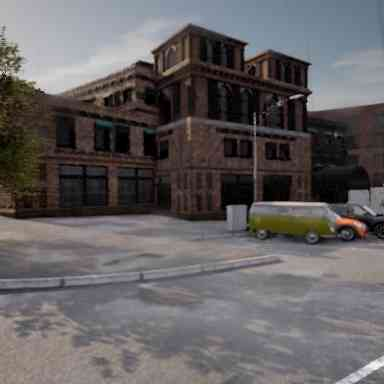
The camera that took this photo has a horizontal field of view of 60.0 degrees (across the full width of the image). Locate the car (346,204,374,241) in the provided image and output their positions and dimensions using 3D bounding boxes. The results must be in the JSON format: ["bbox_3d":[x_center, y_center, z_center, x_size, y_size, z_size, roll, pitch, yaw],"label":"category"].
[{"bbox_3d":[7.583,1.739,19.095,4.553,1.767,2.185,0,-2,34],"label":"car"}]

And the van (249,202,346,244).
[{"bbox_3d":[5.285,1.526,17.260,4.442,1.987,1.878,0,-2,34],"label":"van"}]

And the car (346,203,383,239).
[{"bbox_3d":[10.062,1.737,20.827,5.566,2.045,2.435,0,-3,34],"label":"car"}]
